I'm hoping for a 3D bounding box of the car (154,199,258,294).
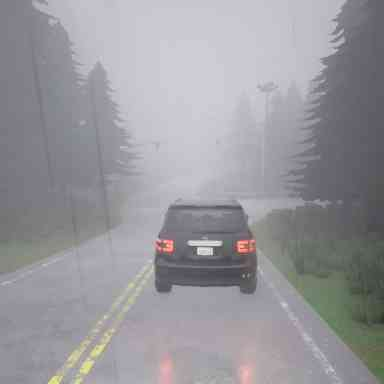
[{"bbox_3d":[0.381,1.193,8.898,2.150,2.045,5.566,0,0,3],"label":"car"}]
